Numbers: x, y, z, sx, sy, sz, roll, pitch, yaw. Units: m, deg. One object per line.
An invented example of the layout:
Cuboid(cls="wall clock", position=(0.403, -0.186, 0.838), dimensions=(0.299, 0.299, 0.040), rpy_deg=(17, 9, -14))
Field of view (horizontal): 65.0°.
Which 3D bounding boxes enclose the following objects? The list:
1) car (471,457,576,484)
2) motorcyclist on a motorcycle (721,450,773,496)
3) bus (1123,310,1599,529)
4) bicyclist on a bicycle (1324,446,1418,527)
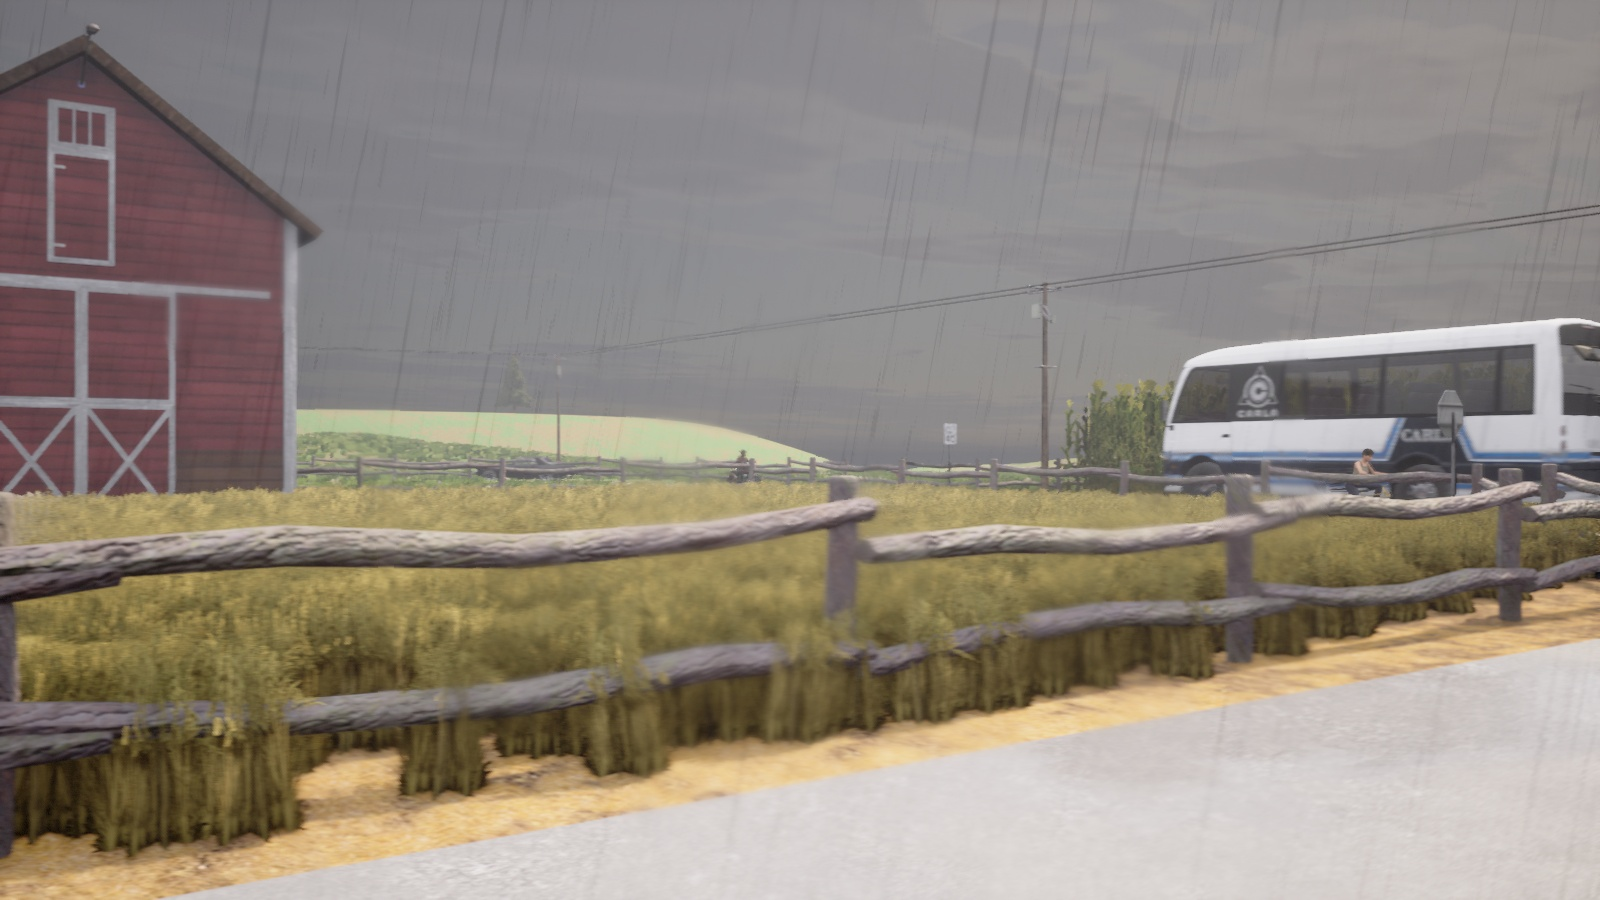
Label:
Cuboid(cls="car", position=(-13.694, 1.027, 62.236), dimensions=(4.718, 1.301, 1.895), rpy_deg=(0, 0, 7))
Cuboid(cls="motorcyclist on a motorcycle", position=(-1.930, 0.811, 45.450), dimensions=(0.766, 1.649, 2.350), rpy_deg=(0, 0, -35))
Cuboid(cls="bus", position=(12.962, -0.586, 29.789), dimensions=(3.944, 4.253, 10.273), rpy_deg=(0, 0, -33))
Cuboid(cls="bicyclist on a bicycle", position=(11.704, 0.720, 25.764), dimensions=(0.866, 1.612, 1.509), rpy_deg=(0, 0, -34))
